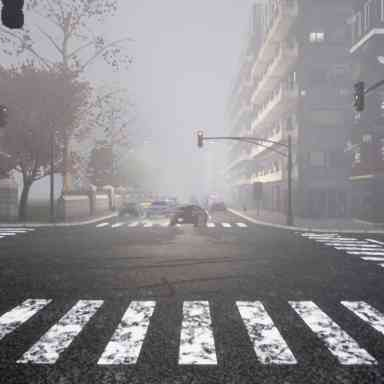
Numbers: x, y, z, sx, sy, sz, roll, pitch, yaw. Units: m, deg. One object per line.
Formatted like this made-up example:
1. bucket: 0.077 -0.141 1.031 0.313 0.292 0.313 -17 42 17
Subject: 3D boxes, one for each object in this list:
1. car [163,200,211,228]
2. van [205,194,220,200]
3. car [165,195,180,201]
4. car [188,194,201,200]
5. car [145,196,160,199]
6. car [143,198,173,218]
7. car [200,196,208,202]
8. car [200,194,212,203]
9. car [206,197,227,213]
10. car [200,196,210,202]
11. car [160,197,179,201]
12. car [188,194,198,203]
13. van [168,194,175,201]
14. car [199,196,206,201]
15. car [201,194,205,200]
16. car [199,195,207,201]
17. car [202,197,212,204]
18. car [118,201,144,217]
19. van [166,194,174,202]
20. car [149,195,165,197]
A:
1. car: -0.196 1.533 22.555 1.812 1.442 4.674 1 0 13
2. van: 2.833 1.365 42.161 1.690 1.788 3.998 0 0 0
3. car: -2.910 1.540 50.436 1.837 1.490 4.892 0 0 0
4. car: 0.303 1.577 61.343 1.812 1.442 4.674 0 0 0
5. car: -5.548 1.549 42.019 1.752 1.417 4.829 0 0 0
6. car: -2.993 1.539 30.321 1.812 1.442 4.674 0 0 0
7. car: 2.961 1.634 81.572 1.887 1.381 4.507 0 0 0
8. car: 2.925 1.382 70.312 2.192 1.841 5.009 0 0 0
9. car: 2.813 1.563 36.530 1.887 1.381 4.507 0 0 0
10. car: 2.943 1.628 75.942 2.008 1.369 4.403 0 0 0
11. car: -2.960 1.623 40.245 1.895 1.301 4.718 0 0 0
12. car: 0.246 1.424 71.423 2.097 1.767 4.553 0 0 0
13. van: -5.400 1.444 87.229 1.690 1.788 3.998 0 0 0
14. car: 2.998 1.699 92.832 1.802 1.307 4.206 0 0 0
15. car: 2.869 1.479 53.422 1.967 1.590 4.097 0 0 0
16. car: 2.980 1.543 87.201 1.967 1.590 4.097 0 0 0
17. car: 2.906 1.602 64.681 1.887 1.381 4.507 0 0 0
18. car: -5.585 1.579 30.928 1.947 1.339 4.313 0 0 0
19. van: -5.419 1.431 81.600 1.690 1.788 3.998 0 0 0
20. car: -5.529 1.346 47.819 2.192 1.841 5.009 0 0 0
